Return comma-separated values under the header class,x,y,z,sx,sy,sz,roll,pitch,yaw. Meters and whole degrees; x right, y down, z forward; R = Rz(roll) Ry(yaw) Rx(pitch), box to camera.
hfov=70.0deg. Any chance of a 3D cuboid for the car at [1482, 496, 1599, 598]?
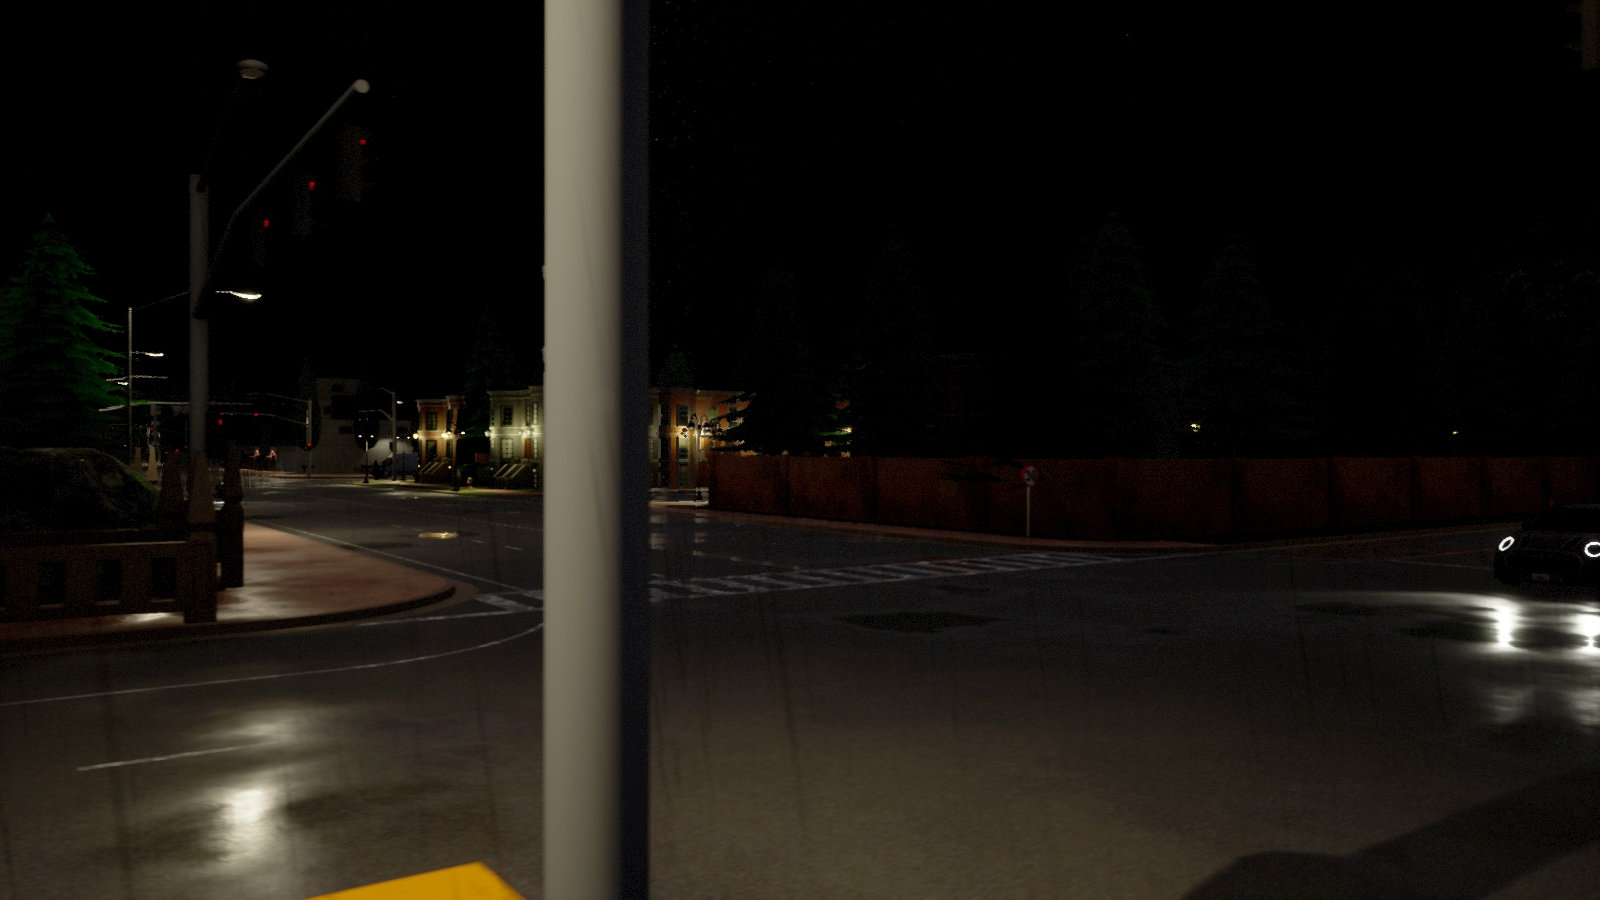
class,x,y,z,sx,sy,sz,roll,pitch,yaw
car,16.441,1.926,23.859,4.553,1.767,2.097,0,0,-35
